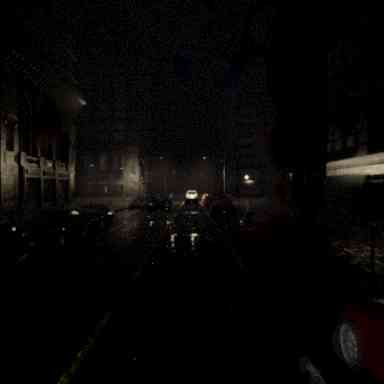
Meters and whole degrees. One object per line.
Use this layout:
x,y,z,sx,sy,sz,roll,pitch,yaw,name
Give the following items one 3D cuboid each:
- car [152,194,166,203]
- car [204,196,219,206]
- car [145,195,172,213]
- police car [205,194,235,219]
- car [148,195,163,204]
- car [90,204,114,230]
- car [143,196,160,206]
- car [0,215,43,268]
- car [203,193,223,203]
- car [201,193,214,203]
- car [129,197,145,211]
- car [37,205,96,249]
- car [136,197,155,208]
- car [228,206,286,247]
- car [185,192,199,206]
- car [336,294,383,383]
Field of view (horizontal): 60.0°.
-5.807,1.148,59.113,2.008,1.369,4.403,0,0,0,car
2.726,1.233,47.848,1.947,1.339,4.313,0,0,0,car
-3.119,1.115,33.184,2.097,1.767,4.553,0,0,0,car
2.348,1.233,26.666,1.930,1.638,5.238,0,0,0,police car
-5.803,1.198,53.476,1.947,1.339,4.313,0,0,0,car
-5.779,1.407,19.657,2.008,1.369,4.403,0,0,0,car
-5.799,1.233,47.840,1.947,1.339,4.313,0,0,0,car
-5.771,1.504,8.384,1.947,1.339,4.313,0,0,0,car
2.733,1.056,36.574,2.192,1.841,5.009,0,0,0,car
2.717,1.037,59.119,1.967,1.590,4.097,0,0,0,car
-5.791,1.267,36.396,1.752,1.417,4.829,0,0,0,car
-5.775,1.463,14.021,1.947,1.339,4.313,0,0,0,car
-5.795,1.286,42.203,1.802,1.307,4.206,0,0,0,car
2.750,1.479,14.032,1.802,1.307,4.206,0,0,0,car
-0.013,1.165,46.875,2.128,1.511,4.902,0,0,0,car
2.758,1.561,2.760,1.802,1.307,4.206,0,0,0,car
